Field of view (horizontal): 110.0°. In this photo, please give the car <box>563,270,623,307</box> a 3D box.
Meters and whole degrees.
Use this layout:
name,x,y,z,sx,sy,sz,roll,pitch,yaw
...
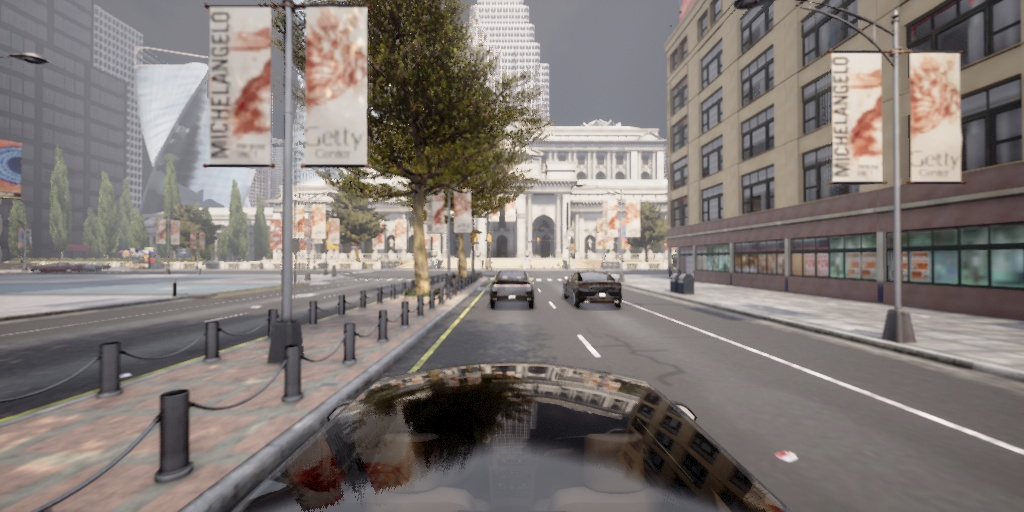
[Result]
name,x,y,z,sx,sy,sz,roll,pitch,yaw
car,3.504,1.362,16.324,1.882,1.535,5.008,0,0,0

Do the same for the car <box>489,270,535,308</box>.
name,x,y,z,sx,sy,sz,roll,pitch,yaw
car,0.003,1.375,16.136,2.128,1.511,4.902,0,0,0
